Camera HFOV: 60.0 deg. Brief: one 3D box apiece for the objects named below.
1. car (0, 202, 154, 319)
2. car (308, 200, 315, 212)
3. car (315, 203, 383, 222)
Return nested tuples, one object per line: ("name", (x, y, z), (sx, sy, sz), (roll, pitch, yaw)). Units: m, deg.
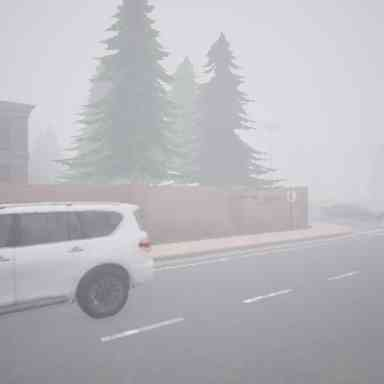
("car", (-3.380, 1.221, 5.875), (5.566, 2.045, 2.150), (0, 0, -35))
("car", (12.889, 1.477, 39.269), (1.882, 1.535, 5.008), (0, 0, -35))
("car", (12.762, 1.548, 26.401), (2.033, 1.411, 5.357), (0, 0, -26))
